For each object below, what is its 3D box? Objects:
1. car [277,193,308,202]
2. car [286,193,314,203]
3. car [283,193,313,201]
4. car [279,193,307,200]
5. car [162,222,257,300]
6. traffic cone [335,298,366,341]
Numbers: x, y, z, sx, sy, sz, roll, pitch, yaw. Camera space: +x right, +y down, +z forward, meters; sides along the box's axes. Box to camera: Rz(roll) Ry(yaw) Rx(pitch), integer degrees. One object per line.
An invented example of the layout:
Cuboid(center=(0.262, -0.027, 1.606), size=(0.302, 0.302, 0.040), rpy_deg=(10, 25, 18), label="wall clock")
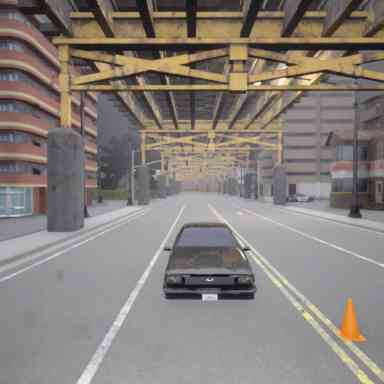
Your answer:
Cuboid(center=(17.814, 0.957, 59.035), size=(4.974, 1.542, 2.038), rpy_deg=(0, 1, 25), label="car")
Cuboid(center=(17.466, 1.005, 54.878), size=(4.974, 1.542, 2.038), rpy_deg=(0, 1, -20), label="car")
Cuboid(center=(17.515, 0.847, 54.894), size=(4.536, 1.218, 1.853), rpy_deg=(0, 1, -20), label="car")
Cuboid(center=(17.861, 0.800, 59.011), size=(4.536, 1.218, 1.853), rpy_deg=(0, 1, 25), label="car")
Cuboid(center=(0.362, 1.533, 8.764), size=(2.033, 1.411, 5.357), rpy_deg=(0, 0, 1), label="car")
Cuboid(center=(2.454, 1.949, 5.157), size=(0.340, 0.580, 0.340), rpy_deg=(0, 0, 0), label="traffic cone")
